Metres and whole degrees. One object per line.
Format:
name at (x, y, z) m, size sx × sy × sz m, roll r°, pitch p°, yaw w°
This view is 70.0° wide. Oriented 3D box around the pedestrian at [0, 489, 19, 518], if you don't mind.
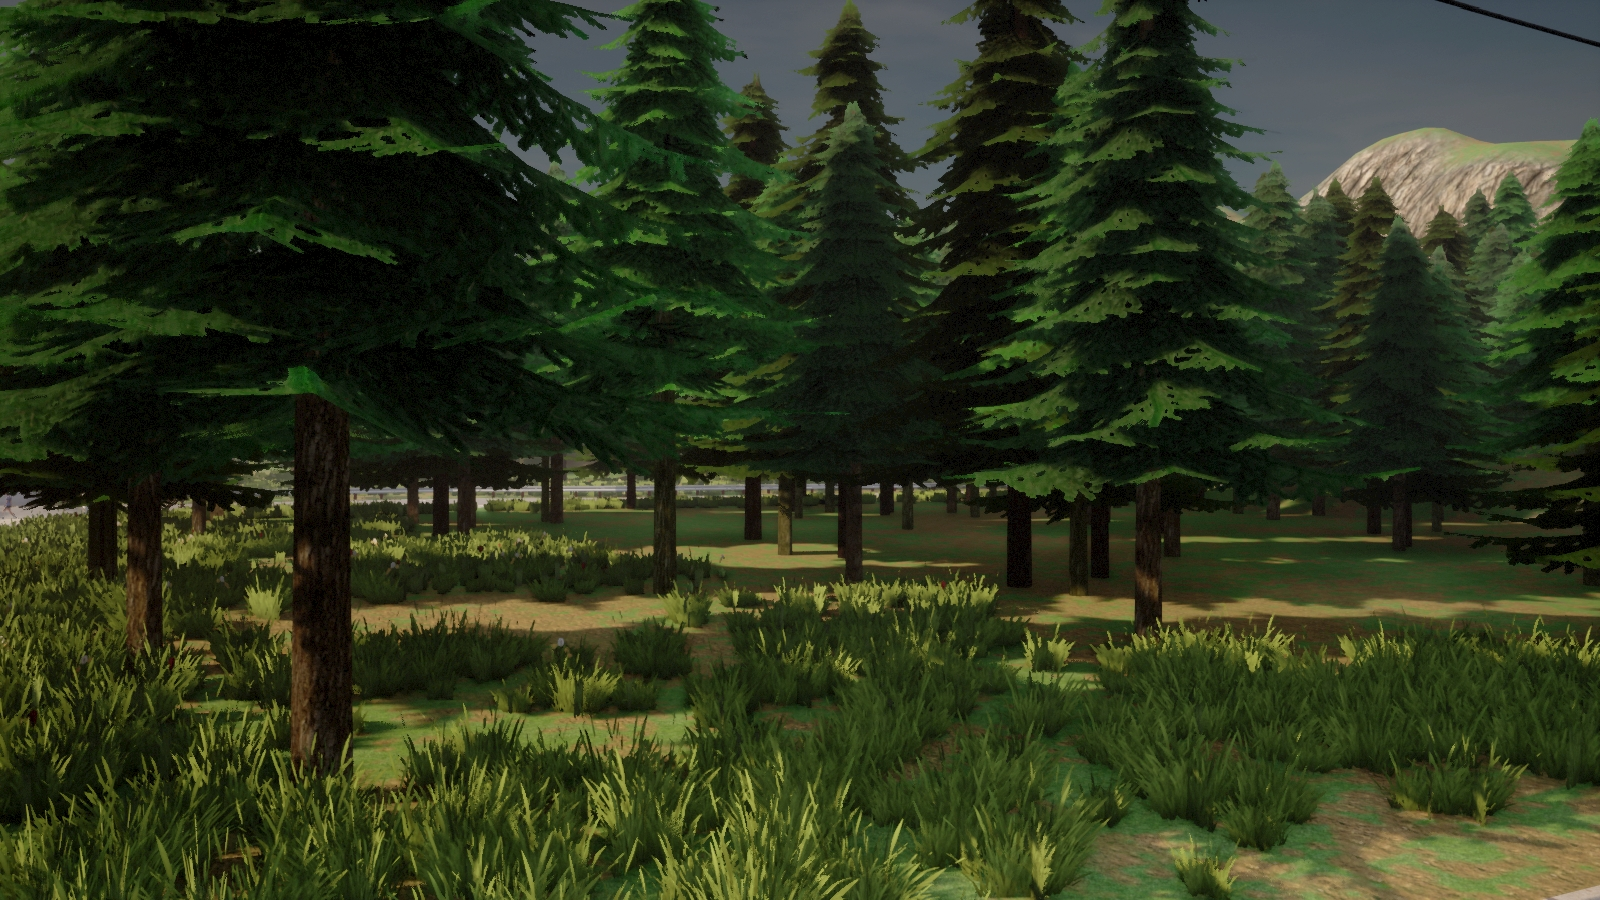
pedestrian at (-30.708, 2.075, 44.401) m, size 0.500 × 1.100 × 0.500 m, roll 0°, pitch 0°, yaw -22°
